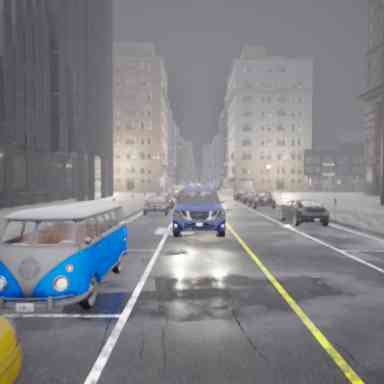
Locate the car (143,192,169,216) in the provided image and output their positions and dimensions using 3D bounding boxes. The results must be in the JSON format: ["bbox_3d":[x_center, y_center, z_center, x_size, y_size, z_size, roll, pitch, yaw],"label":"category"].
[{"bbox_3d":[-2.455,0.907,23.964,1.802,1.307,4.206,0,2,0],"label":"car"}]

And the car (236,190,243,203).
[{"bbox_3d":[6.094,0.595,35.197,1.802,1.307,4.206,0,2,0],"label":"car"}]

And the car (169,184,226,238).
[{"bbox_3d":[0.288,0.792,15.397,2.150,2.045,5.566,0,2,0],"label":"car"}]

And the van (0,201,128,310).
[{"bbox_3d":[-2.490,1.142,7.044,1.690,1.788,3.998,0,2,0],"label":"van"}]

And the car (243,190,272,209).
[{"bbox_3d":[6.083,0.616,29.556,1.967,1.590,4.097,0,2,0],"label":"car"}]

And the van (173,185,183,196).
[{"bbox_3d":[-2.385,-0.309,57.784,1.690,1.788,3.998,0,2,0],"label":"van"}]

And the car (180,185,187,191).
[{"bbox_3d":[-2.316,-1.099,90.446,1.947,1.339,4.313,0,2,0],"label":"car"}]

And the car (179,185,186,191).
[{"bbox_3d":[-2.328,-0.956,84.623,1.752,1.417,4.829,0,2,0],"label":"car"}]

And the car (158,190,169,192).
[{"bbox_3d":[-2.443,0.604,29.598,1.967,1.590,4.097,0,2,0],"label":"car"}]

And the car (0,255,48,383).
[{"bbox_3d":[-2.503,1.484,1.240,1.752,1.417,4.829,0,2,0],"label":"car"}]

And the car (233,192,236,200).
[{"bbox_3d":[6.106,0.396,40.833,1.887,1.381,4.507,0,2,0],"label":"car"}]

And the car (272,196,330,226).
[{"bbox_3d":[6.059,1.049,18.286,2.008,1.369,4.403,0,2,0],"label":"car"}]

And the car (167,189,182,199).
[{"bbox_3d":[-2.408,0.243,46.514,1.947,1.339,4.313,0,2,0],"label":"car"}]
